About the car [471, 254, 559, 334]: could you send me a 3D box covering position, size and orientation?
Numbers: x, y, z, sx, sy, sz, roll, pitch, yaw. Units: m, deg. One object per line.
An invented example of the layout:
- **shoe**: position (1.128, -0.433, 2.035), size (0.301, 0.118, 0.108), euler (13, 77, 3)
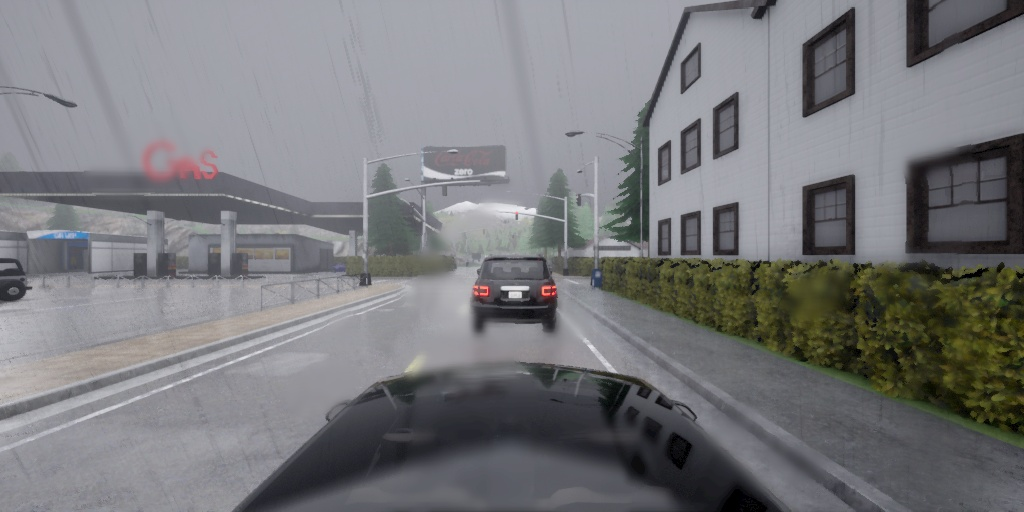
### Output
- **car**: position (0.084, 0.971, 10.789), size (2.150, 2.045, 5.566), euler (0, 0, 0)
